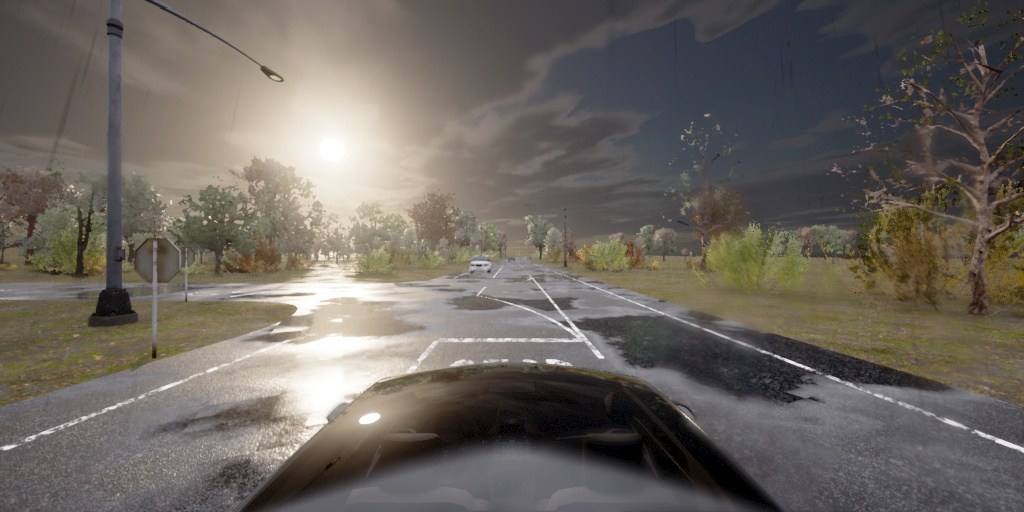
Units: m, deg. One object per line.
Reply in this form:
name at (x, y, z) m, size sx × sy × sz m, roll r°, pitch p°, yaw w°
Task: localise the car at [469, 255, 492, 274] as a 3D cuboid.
car at (-3.454, 0.947, 40.203) m, size 2.150 × 2.045 × 5.566 m, roll 0°, pitch 0°, yaw 0°
